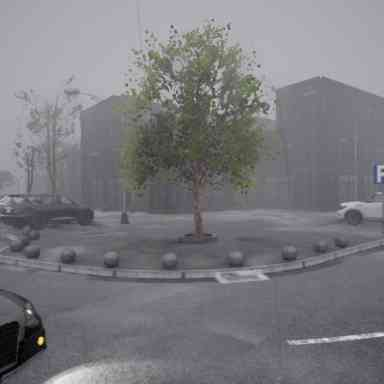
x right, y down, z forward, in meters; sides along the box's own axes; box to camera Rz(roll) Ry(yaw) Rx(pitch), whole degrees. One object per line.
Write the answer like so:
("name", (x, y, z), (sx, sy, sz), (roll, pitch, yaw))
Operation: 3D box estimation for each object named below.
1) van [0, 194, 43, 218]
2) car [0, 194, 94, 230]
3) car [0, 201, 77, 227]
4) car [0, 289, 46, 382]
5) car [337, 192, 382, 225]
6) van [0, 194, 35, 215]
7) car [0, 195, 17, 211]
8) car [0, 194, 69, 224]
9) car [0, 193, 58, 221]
("van", (-16.109, 1.185, 30.097), (1.878, 1.987, 4.442), (0, 0, 31))
("car", (-8.776, 1.151, 20.774), (2.435, 2.045, 5.566), (0, 0, 32))
("car", (-10.626, 1.433, 23.030), (2.163, 1.488, 4.792), (0, 0, 31))
("car", (-3.971, 1.546, 4.198), (4.181, 1.385, 1.994), (0, 1, 22))
("car", (11.800, 0.958, 20.098), (5.566, 2.045, 2.435), (-1, 0, 33))
("van", (-17.955, 1.187, 32.410), (1.878, 1.987, 4.442), (0, 0, 31))
("car", (-23.536, 1.293, 39.269), (2.185, 1.767, 4.553), (0, 0, 31))
("car", (-12.484, 1.155, 25.344), (2.435, 2.045, 5.566), (0, 0, 31))
("car", (-14.329, 1.157, 27.657), (2.435, 2.045, 5.566), (0, 0, 31))
